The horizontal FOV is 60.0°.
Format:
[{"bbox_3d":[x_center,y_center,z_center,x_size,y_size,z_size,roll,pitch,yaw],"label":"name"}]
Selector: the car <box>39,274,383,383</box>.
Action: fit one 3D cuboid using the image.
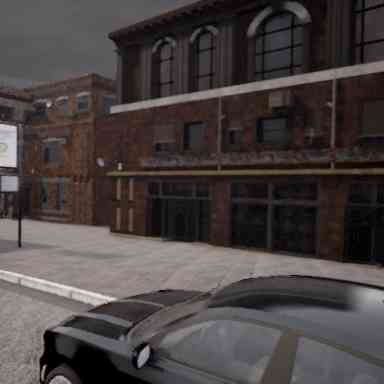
[{"bbox_3d":[0.729,1.481,2.738,5.008,1.535,2.097,0,0,35],"label":"car"}]
